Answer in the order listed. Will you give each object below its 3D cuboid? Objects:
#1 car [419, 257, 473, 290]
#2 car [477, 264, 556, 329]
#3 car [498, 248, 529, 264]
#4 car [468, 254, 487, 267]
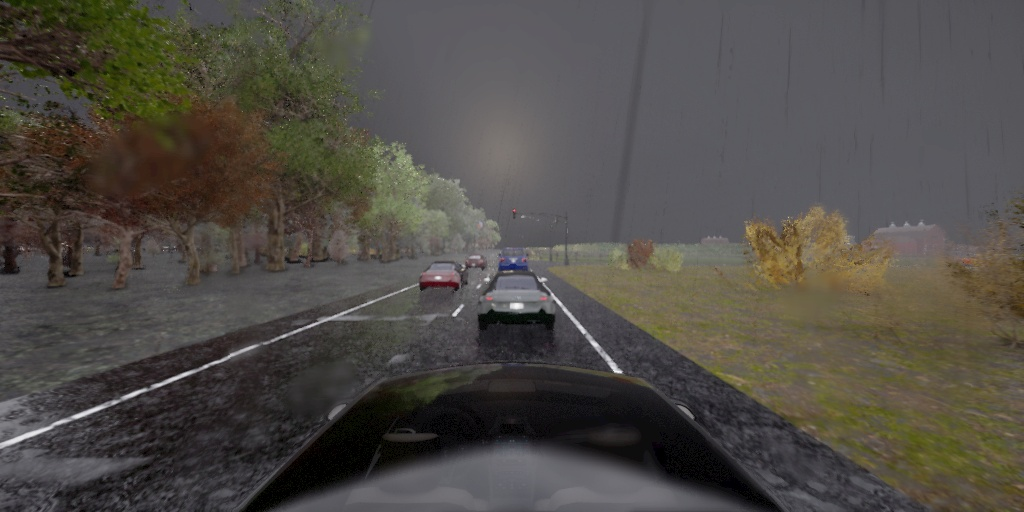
[{"bbox_3d":[-3.398,0.927,18.521,1.994,1.385,4.181,0,1,0],"label":"car"},{"bbox_3d":[0.105,1.111,10.464,1.994,1.385,4.181,0,1,0],"label":"car"},{"bbox_3d":[0.105,0.379,27.414,2.150,2.045,5.566,0,1,0],"label":"car"},{"bbox_3d":[-3.393,0.534,33.858,1.812,1.442,4.674,0,1,0],"label":"car"}]
